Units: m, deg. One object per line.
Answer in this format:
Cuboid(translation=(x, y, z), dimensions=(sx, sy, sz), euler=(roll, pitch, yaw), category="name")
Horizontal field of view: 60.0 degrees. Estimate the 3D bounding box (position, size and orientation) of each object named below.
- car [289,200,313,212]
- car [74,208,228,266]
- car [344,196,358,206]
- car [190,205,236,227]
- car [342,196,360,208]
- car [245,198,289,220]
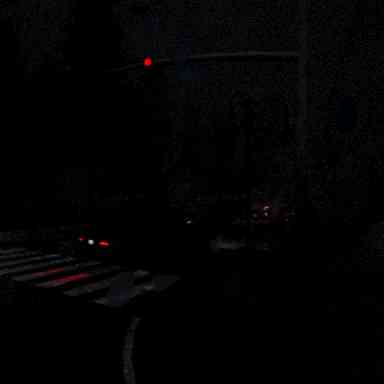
Cuboid(translation=(11.725, 1.496, 36.106), dimensions=(1.994, 1.385, 4.181), euler=(0, 0, 34), category="car")
Cuboid(translation=(-1.264, 1.501, 11.518), dimensions=(2.033, 1.411, 5.357), euler=(0, 0, 42), category="car")
Cuboid(translation=(26.130, 1.434, 54.885), dimensions=(1.837, 1.490, 4.892), euler=(0, 0, 23), category="car")
Cuboid(translation=(0.716, 1.486, 19.866), dimensions=(2.033, 1.411, 5.357), euler=(0, 0, 34), category="car")
Cuboid(translation=(21.971, 1.503, 45.924), dimensions=(1.994, 1.385, 4.181), euler=(0, 0, 29), category="car")
Cuboid(translation=(6.162, 1.288, 27.860), dimensions=(2.097, 1.767, 4.553), euler=(0, 0, 34), category="car")
